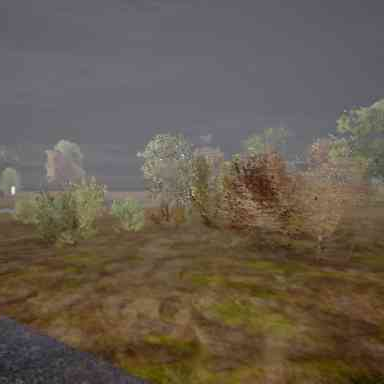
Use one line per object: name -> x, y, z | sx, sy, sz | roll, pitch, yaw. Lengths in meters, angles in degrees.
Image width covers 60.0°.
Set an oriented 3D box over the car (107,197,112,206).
car -> -13.563, 1.238, 47.316 | 2.128, 1.511, 4.902 | 1, 0, 38
